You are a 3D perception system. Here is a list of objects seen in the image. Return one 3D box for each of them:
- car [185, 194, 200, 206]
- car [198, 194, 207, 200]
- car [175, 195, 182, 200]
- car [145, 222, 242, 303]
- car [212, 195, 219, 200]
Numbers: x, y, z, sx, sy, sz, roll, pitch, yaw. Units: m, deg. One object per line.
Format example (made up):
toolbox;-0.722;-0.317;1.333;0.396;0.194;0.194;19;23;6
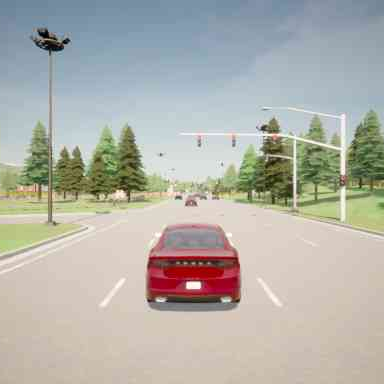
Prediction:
car;-0.151;1.525;52.877;1.812;1.442;4.674;0;0;0
car;3.228;1.524;94.334;1.812;1.442;4.674;0;0;0
car;-3.772;1.478;94.313;1.882;1.535;5.008;0;0;0
car;0.039;1.478;8.275;1.882;1.535;5.008;0;0;0
car;6.728;1.525;94.344;2.128;1.511;4.902;0;0;0
